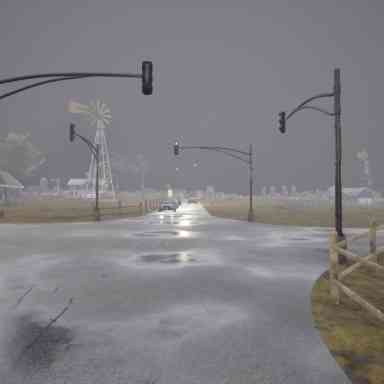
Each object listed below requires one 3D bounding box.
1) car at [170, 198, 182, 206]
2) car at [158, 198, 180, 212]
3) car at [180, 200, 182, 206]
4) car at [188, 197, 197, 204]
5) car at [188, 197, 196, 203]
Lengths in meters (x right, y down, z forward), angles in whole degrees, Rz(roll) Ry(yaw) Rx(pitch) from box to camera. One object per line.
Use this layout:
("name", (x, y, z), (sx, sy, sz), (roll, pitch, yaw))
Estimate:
("car", (-2.842, 1.796, 58.613), (1.895, 1.301, 4.718), (0, 0, 0))
("car", (-2.861, 1.661, 39.779), (1.994, 1.385, 4.181), (0, 0, 0))
("car", (-2.861, 1.630, 48.521), (2.128, 1.511, 4.902), (0, 0, 0))
("car", (0.084, 1.788, 69.110), (1.812, 1.442, 4.674), (0, 0, 0))
("car", (-0.010, 1.860, 79.122), (1.812, 1.442, 4.674), (0, 0, 0))
